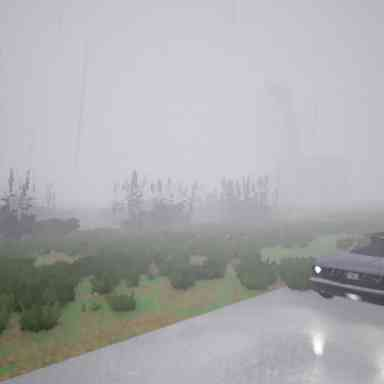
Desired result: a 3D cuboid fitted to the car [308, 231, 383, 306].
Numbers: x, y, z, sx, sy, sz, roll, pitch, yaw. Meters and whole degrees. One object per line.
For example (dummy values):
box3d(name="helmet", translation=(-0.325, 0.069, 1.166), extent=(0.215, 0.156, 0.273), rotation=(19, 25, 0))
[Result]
box3d(name="car", translation=(4.646, 1.633, 7.640), extent=(4.718, 1.301, 1.895), rotation=(0, -1, -41))
